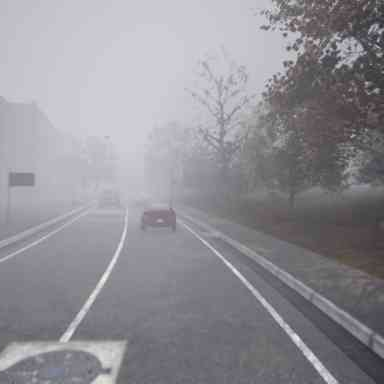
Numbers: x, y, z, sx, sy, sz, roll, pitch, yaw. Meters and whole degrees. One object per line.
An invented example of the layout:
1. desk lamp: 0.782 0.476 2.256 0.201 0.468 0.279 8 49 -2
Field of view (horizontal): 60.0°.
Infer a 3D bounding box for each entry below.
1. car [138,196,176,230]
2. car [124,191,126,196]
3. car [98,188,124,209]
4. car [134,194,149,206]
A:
1. car: -2.055 1.274 19.515 1.882 1.535 5.008 1 1 -9
2. car: -16.272 0.185 75.857 1.837 1.490 4.892 1 1 -11
3. car: -8.812 0.659 35.945 2.150 2.045 5.566 1 1 -10
4. car: -5.885 0.934 40.311 1.812 1.442 4.674 1 1 -11
